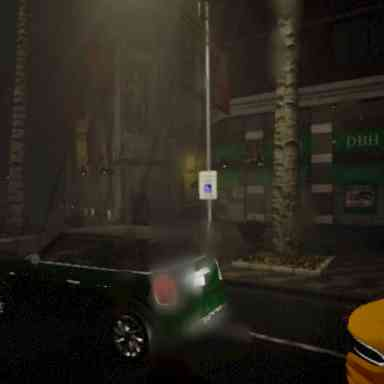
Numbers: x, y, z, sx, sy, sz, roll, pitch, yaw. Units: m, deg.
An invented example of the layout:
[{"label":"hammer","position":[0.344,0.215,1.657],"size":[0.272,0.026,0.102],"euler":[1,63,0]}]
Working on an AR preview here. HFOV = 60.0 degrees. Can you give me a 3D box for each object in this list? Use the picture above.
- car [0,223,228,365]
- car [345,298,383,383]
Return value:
[{"label":"car","position":[-1.733,1.400,6.061],"size":[4.553,1.767,2.097],"euler":[-1,0,30]},{"label":"car","position":[3.870,1.448,2.471],"size":[5.008,1.535,1.882],"euler":[-1,0,36]}]
